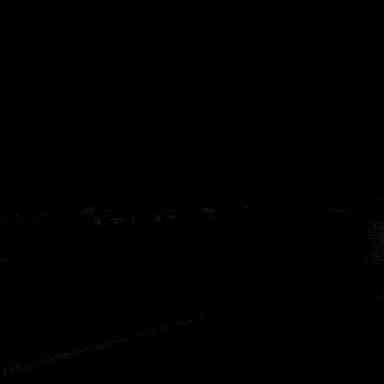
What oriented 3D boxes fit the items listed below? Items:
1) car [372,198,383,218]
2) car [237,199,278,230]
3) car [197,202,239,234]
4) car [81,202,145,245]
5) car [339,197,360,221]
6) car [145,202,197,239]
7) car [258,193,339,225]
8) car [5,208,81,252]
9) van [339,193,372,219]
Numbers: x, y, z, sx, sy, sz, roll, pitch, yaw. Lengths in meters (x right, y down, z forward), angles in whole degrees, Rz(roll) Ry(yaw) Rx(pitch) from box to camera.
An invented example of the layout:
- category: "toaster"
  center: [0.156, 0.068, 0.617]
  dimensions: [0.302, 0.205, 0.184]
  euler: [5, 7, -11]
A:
- category: "car"
  center: [13.761, 1.092, 28.461]
  dimensions: [2.435, 2.045, 5.566]
  euler: [0, 0, -35]
- category: "car"
  center: [2.433, 1.386, 20.419]
  dimensions: [2.231, 1.521, 4.892]
  euler: [0, 0, -35]
- category: "car"
  center: [0.168, 1.436, 18.810]
  dimensions: [2.002, 1.452, 4.674]
  euler: [0, 0, -35]
- category: "car"
  center: [-4.345, 1.297, 15.560]
  dimensions: [2.185, 1.767, 4.553]
  euler: [0, 0, -35]
- category: "car"
  center: [9.326, 1.354, 25.109]
  dimensions: [1.946, 1.575, 5.366]
  euler: [0, 0, -35]
- category: "car"
  center: [-2.080, 1.284, 17.173]
  dimensions: [2.185, 1.767, 4.553]
  euler: [0, 0, -35]
- category: "car"
  center: [6.972, 1.113, 23.625]
  dimensions: [2.435, 2.045, 5.566]
  euler: [0, 0, -35]
- category: "car"
  center: [-6.628, 1.439, 13.979]
  dimensions: [2.231, 1.521, 4.892]
  euler: [0, 0, -35]
- category: "van"
  center: [11.550, 1.124, 26.778]
  dimensions: [1.878, 1.987, 4.442]
  euler: [0, 0, -35]
